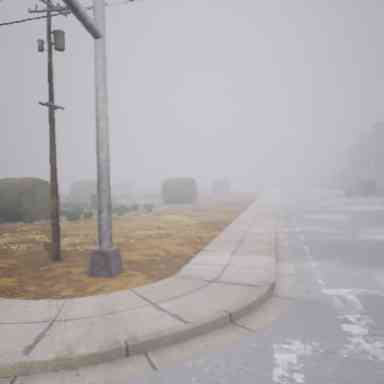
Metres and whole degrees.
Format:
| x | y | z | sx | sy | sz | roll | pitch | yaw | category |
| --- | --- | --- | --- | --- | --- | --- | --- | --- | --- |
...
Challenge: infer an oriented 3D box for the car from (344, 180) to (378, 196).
| x | y | z | sx | sy | sz | roll | pitch | yaw | category |
| --- | --- | --- | --- | --- | --- | --- | --- | --- | --- |
| 21.348 | -0.504 | 42.064 | 1.905 | 1.878 | 3.866 | -8 | 3 | -28 | car |
